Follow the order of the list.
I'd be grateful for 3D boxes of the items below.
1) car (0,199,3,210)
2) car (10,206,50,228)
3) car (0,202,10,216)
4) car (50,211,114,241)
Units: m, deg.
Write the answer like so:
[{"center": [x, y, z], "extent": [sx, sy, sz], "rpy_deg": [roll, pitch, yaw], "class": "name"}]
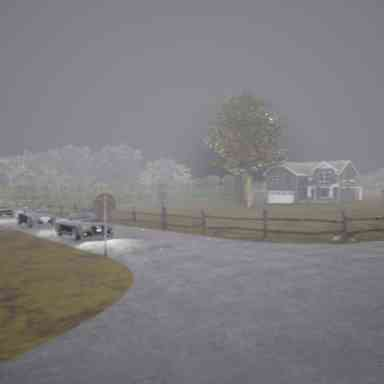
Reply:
[{"center": [-31.520, 1.961, 52.696], "extent": [1.882, 1.535, 5.008], "rpy_deg": [-1, 0, -41], "class": "car"}, {"center": [-11.889, 1.800, 25.257], "extent": [2.128, 1.511, 4.902], "rpy_deg": [-1, 0, -41], "class": "car"}, {"center": [-20.127, 2.009, 34.898], "extent": [1.895, 1.301, 4.718], "rpy_deg": [-1, 0, -40], "class": "car"}, {"center": [-5.989, 1.781, 18.375], "extent": [1.994, 1.385, 4.181], "rpy_deg": [-1, 0, -40], "class": "car"}]
